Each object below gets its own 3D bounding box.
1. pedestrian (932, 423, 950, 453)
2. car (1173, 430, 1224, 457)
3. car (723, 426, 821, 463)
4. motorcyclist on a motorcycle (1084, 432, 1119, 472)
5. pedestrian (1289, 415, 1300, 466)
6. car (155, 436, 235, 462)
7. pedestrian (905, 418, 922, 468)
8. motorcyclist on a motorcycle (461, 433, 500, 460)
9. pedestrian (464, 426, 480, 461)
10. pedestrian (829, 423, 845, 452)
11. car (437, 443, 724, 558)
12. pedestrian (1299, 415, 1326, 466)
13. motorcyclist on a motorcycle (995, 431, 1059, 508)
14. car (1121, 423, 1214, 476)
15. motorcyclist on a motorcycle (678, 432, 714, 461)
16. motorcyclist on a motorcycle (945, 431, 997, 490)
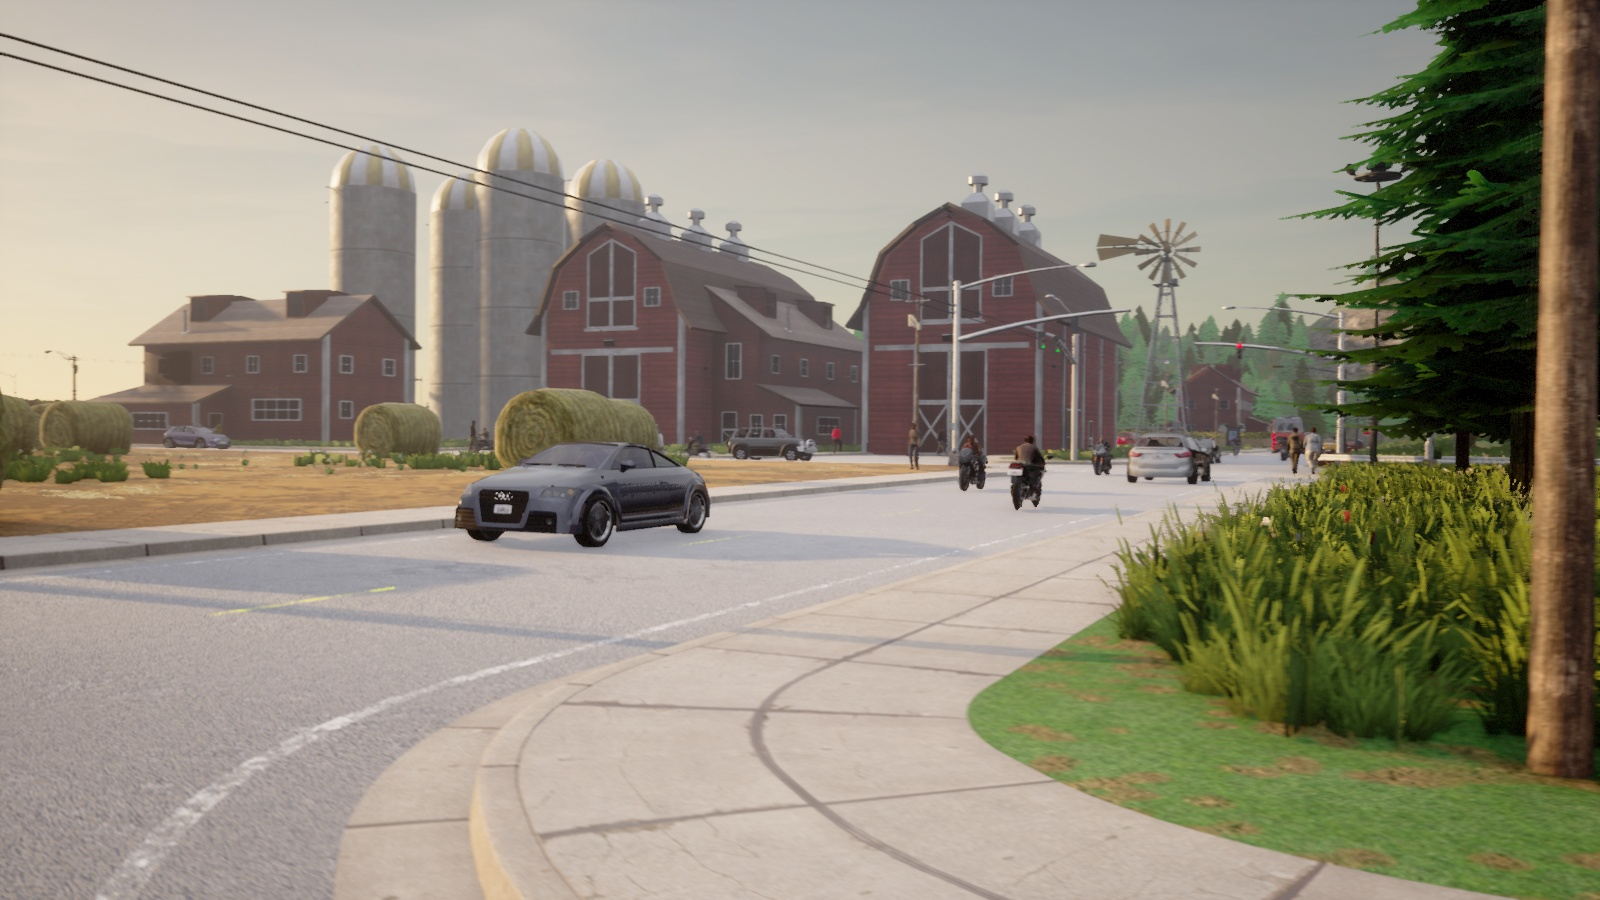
[{"bbox_3d":[8.719,-0.720,77.809,0.899,1.844,0.634,0,1,36],"label":"pedestrian"},{"bbox_3d":[23.215,-0.396,73.048,2.163,1.488,4.792,0,1,25],"label":"car"},{"bbox_3d":[-1.439,-0.291,64.465,4.605,1.855,1.932,0,1,24],"label":"car"},{"bbox_3d":[11.609,0.064,48.331,0.866,1.530,2.191,0,1,26],"label":"motorcyclist on a motorcycle"},{"bbox_3d":[18.820,-0.369,47.796,0.396,1.930,0.692,0,1,22],"label":"pedestrian"},{"bbox_3d":[-39.292,-0.088,81.597,4.856,1.649,2.033,0,1,24],"label":"car"},{"bbox_3d":[4.189,-0.257,46.301,0.328,1.805,0.869,0,1,26],"label":"pedestrian"},{"bbox_3d":[-19.447,-0.221,76.454,2.350,1.649,0.766,0,1,24],"label":"motorcyclist on a motorcycle"},{"bbox_3d":[-17.151,-0.346,65.681,0.703,1.840,0.431,0,1,11],"label":"pedestrian"},{"bbox_3d":[2.321,-0.790,79.297,0.634,1.844,0.899,0,1,35],"label":"pedestrian"},{"bbox_3d":[-2.962,0.617,17.896,1.994,1.385,4.181,0,1,25],"label":"car"},{"bbox_3d":[19.131,-0.359,46.879,0.874,1.855,0.900,0,1,18],"label":"pedestrian"},{"bbox_3d":[4.697,0.366,25.859,0.797,1.523,2.044,0,1,25],"label":"motorcyclist on a motorcycle"},{"bbox_3d":[12.350,-0.049,41.993,2.242,1.667,4.611,0,1,26],"label":"car"},{"bbox_3d":[-5.836,-0.192,70.298,1.817,1.590,0.866,0,1,24],"label":"motorcyclist on a motorcycle"},{"bbox_3d":[4.635,0.260,33.892,0.797,1.523,2.044,0,1,25],"label":"motorcyclist on a motorcycle"}]
